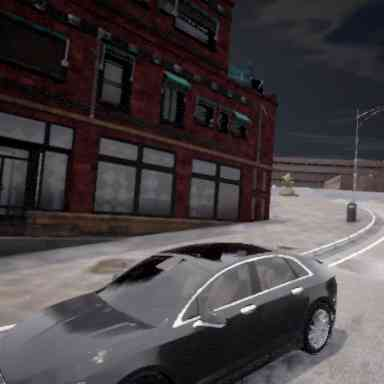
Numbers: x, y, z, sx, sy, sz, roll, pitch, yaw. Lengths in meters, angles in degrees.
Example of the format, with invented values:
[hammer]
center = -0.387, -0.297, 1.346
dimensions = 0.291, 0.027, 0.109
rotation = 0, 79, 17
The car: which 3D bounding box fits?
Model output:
[car]
center = 0.124, 1.517, 4.432
dimensions = 4.892, 1.490, 1.837
rotation = -1, 0, -40
